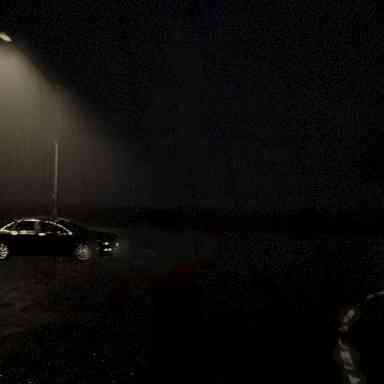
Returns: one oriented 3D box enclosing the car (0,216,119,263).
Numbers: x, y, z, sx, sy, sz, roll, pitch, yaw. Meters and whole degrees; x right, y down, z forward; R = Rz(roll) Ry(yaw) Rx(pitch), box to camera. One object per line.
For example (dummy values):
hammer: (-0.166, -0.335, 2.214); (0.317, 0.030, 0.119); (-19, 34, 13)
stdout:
car: (-5.200, 1.696, 12.373); (4.892, 1.490, 1.837); (1, 0, 0)
